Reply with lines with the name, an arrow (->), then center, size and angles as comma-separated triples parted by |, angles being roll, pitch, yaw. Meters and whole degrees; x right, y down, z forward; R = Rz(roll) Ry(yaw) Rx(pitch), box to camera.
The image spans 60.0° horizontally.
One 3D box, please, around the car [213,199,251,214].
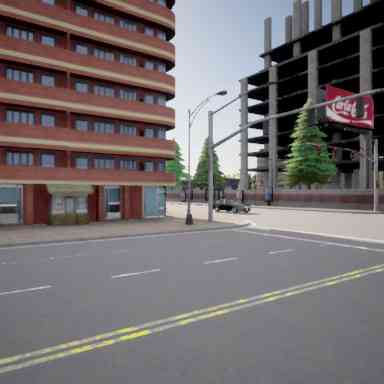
car -> 4.201, 1.489, 35.892 | 2.128, 1.511, 4.902 | 0, 0, -35
